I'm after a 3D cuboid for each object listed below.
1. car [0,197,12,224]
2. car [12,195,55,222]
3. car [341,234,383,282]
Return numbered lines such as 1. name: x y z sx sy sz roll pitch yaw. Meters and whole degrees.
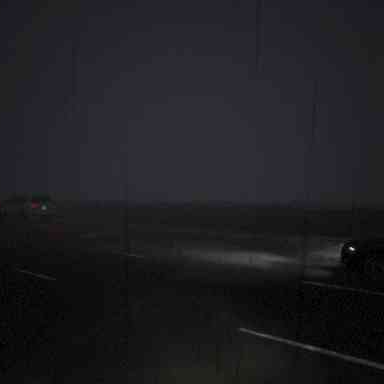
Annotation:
1. car: -15.018 1.349 23.296 4.553 1.767 2.097 0 0 35
2. car: -13.164 1.219 26.270 5.566 2.045 2.150 0 0 35
3. car: 6.310 1.493 8.094 4.902 1.511 2.128 0 0 35
